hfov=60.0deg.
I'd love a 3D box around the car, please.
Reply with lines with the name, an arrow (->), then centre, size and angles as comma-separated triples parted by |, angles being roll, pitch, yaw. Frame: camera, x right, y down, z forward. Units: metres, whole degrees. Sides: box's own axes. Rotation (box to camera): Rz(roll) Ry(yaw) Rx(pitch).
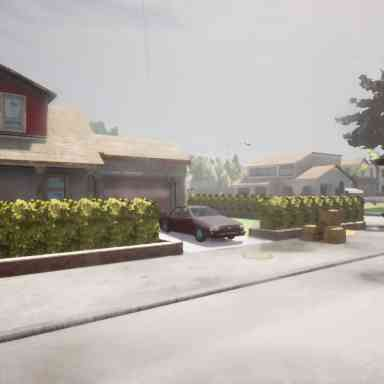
car -> 0.116, 1.356, 15.491 | 2.033, 1.415, 5.357 | 0, 0, -33
